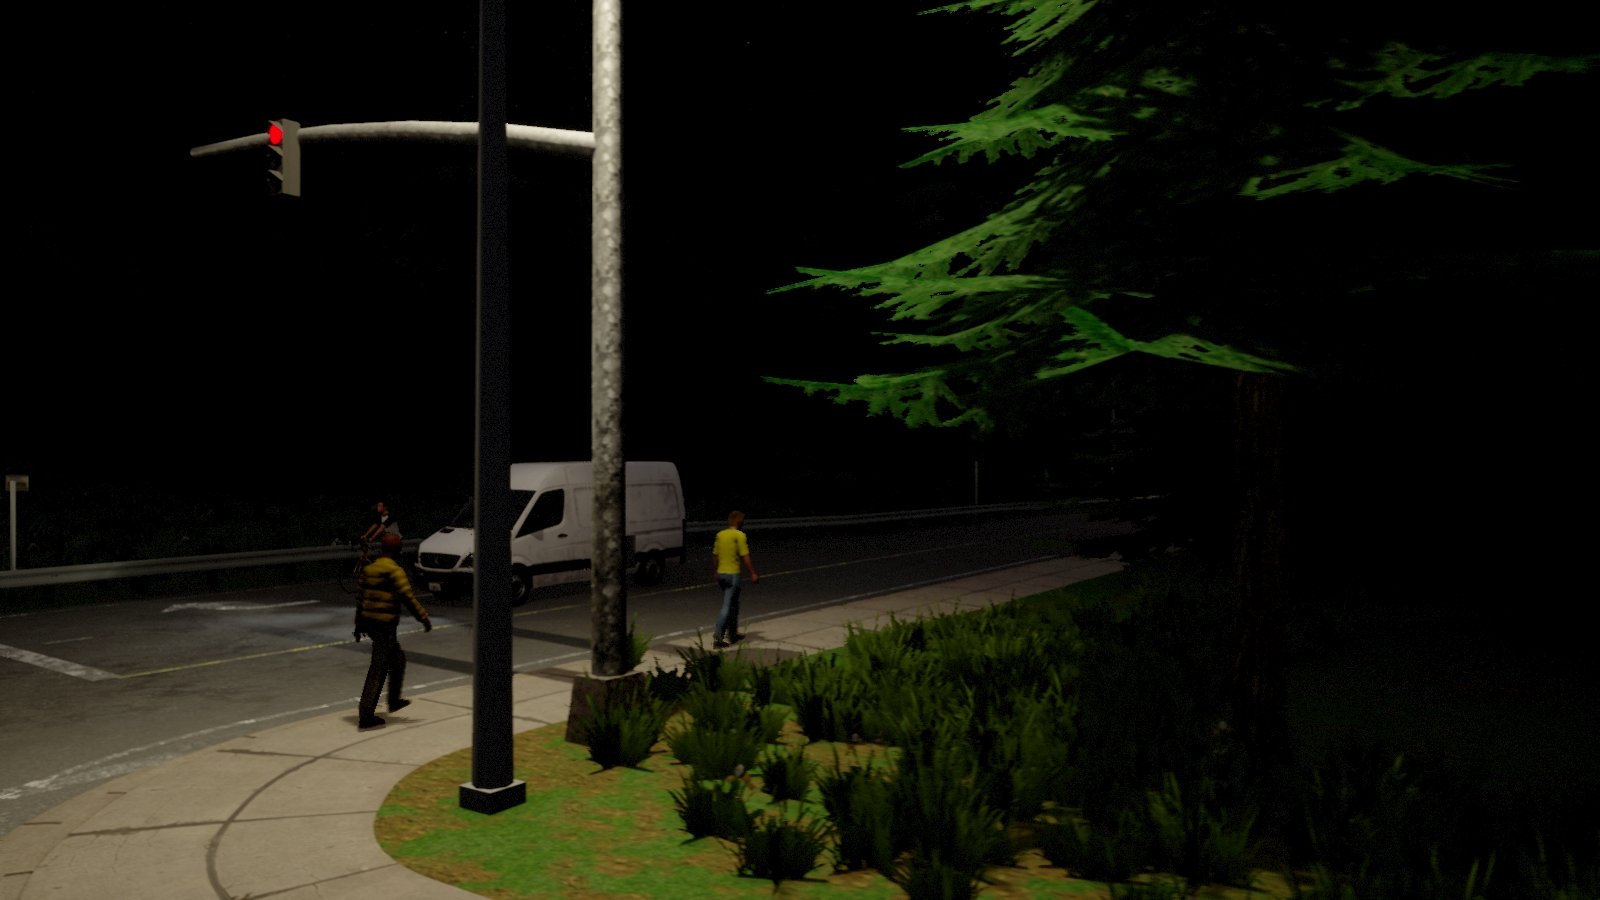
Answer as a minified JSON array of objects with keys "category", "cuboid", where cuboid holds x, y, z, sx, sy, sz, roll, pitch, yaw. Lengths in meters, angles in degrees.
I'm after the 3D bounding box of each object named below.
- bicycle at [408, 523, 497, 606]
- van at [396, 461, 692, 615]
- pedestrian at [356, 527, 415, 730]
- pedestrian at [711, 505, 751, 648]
[{"category":"bicycle","cuboid":[-6.436,2.092,21.226,0.373,1.396,1.643,0,0,39]},{"category":"van","cuboid":[-4.775,1.520,22.425,1.988,2.561,5.915,0,0,34]},{"category":"pedestrian","cuboid":[-3.949,1.677,10.886,0.375,1.860,0.375,0,0,35]},{"category":"pedestrian","cuboid":[-0.926,1.677,15.292,0.375,1.860,0.375,0,0,45]}]
